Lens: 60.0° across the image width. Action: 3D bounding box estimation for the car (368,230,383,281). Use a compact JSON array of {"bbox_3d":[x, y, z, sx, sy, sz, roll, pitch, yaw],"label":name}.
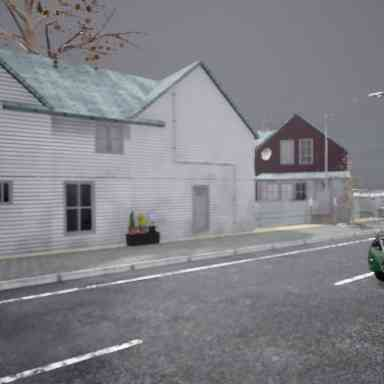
[{"bbox_3d":[6.807,1.200,8.542,5.566,2.045,2.150,0,0,-35],"label":"car"}]
